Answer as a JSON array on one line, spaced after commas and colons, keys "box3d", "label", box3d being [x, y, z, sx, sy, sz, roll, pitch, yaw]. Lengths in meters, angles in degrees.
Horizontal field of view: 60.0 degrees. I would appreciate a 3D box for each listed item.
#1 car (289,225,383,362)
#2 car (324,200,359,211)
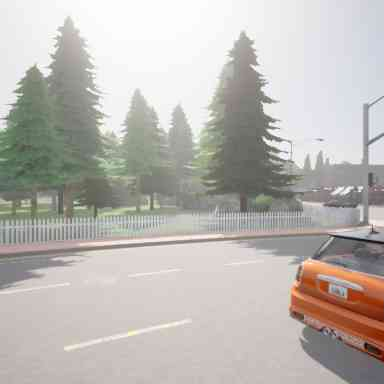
[{"box3d": [3.877, 1.352, 5.417, 4.553, 1.767, 2.097, 0, 0, -26], "label": "car"}, {"box3d": [18.224, 1.656, 40.731, 1.895, 1.301, 4.718, 0, 0, -8], "label": "car"}]
